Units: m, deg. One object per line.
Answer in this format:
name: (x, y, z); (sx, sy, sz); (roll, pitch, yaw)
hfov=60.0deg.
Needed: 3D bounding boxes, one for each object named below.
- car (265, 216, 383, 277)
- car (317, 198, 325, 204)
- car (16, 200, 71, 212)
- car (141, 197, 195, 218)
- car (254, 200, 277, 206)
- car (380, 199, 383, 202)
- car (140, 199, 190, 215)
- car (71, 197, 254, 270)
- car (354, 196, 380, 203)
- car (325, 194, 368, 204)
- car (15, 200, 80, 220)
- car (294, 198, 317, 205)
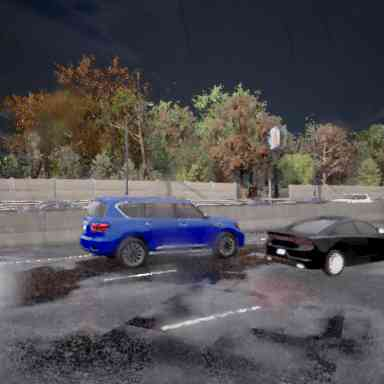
car: (4.556, 1.477, 10.294); (5.008, 1.535, 1.882); (0, 0, -30)
car: (19.088, 1.496, 43.272); (4.902, 1.511, 2.128); (0, 0, -30)
car: (-10.886, 1.492, 25.837); (4.902, 1.511, 2.128); (0, 0, -30)
car: (-2.179, 1.352, 30.902); (4.553, 1.767, 2.097); (0, 0, -30)
car: (6.950, 1.548, 36.214); (5.357, 1.411, 2.033); (0, 0, -30)
car: (14.035, 1.223, 19.857); (5.566, 2.045, 2.150); (0, 0, -30)
car: (-2.796, 1.505, 34.592); (4.892, 1.490, 1.837); (0, 0, -30)
car: (-0.871, 1.211, 11.187); (5.566, 2.045, 2.150); (2, -1, -30)
car: (20.286, 1.494, 35.871); (4.902, 1.511, 2.128); (0, 0, -30)
car: (18.590, 1.224, 38.933); (5.566, 2.045, 2.150); (0, 0, -30)
car: (-12.537, 1.478, 28.927); (5.008, 1.535, 1.882); (0, 0, -30)
car: (16.416, 1.551, 45.768); (5.357, 1.411, 2.033); (0, 0, -30)
